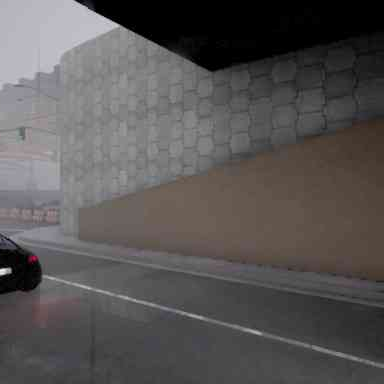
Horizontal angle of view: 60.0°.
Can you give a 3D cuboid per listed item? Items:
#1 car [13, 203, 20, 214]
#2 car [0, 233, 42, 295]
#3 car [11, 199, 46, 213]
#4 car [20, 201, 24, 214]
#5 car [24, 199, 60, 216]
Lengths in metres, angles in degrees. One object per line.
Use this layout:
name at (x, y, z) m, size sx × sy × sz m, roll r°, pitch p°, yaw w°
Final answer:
car at (-15.799, 1.452, 32.400) m, size 2.038 × 1.542 × 4.974 m, roll 0°, pitch 0°, yaw -9°
car at (-5.394, 1.564, 7.809) m, size 4.181 × 1.385 × 1.994 m, roll 0°, pitch 0°, yaw 36°
car at (-15.808, 1.294, 32.451) m, size 1.853 × 1.218 × 4.536 m, roll 0°, pitch 0°, yaw -9°
car at (-12.110, 1.452, 29.638) m, size 4.974 × 1.542 × 2.038 m, roll 0°, pitch 0°, yaw 1°
car at (-12.058, 1.295, 29.638) m, size 4.536 × 1.218 × 1.853 m, roll 0°, pitch 0°, yaw 1°
